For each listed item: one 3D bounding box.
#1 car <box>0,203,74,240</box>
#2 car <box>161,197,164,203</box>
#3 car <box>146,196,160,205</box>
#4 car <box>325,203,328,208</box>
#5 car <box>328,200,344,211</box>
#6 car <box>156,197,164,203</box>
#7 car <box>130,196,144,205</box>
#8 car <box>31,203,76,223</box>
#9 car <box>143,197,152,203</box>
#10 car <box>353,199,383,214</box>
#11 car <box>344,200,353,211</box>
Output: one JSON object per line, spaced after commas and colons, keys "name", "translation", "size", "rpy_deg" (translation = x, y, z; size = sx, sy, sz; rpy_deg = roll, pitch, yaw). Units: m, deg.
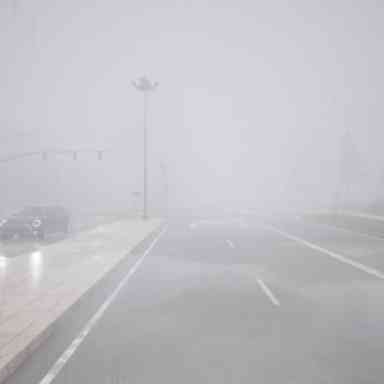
{"name": "car", "translation": [-8.100, 1.470, 17.552], "size": [2.097, 1.767, 4.553], "rpy_deg": [0, 0, 0]}
{"name": "car", "translation": [-8.320, 2.076, 78.681], "size": [1.994, 1.385, 4.181], "rpy_deg": [0, 0, -1]}
{"name": "car", "translation": [-8.185, 1.943, 69.843], "size": [1.882, 1.535, 5.008], "rpy_deg": [0, 0, -1]}
{"name": "car", "translation": [21.966, 1.893, 49.290], "size": [4.181, 1.385, 1.994], "rpy_deg": [0, 0, 0]}
{"name": "car", "translation": [21.787, 1.831, 45.791], "size": [4.674, 1.442, 1.812], "rpy_deg": [0, 0, 0]}
{"name": "car", "translation": [-8.479, 2.117, 89.011], "size": [1.812, 1.442, 4.674], "rpy_deg": [0, 0, -1]}
{"name": "car", "translation": [-11.681, 2.016, 69.540], "size": [1.994, 1.385, 4.181], "rpy_deg": [0, 0, -1]}
{"name": "car", "translation": [-11.591, 1.714, 28.166], "size": [1.812, 1.442, 4.674], "rpy_deg": [0, 0, 0]}
{"name": "car", "translation": [-11.978, 2.116, 88.917], "size": [1.812, 1.442, 4.674], "rpy_deg": [0, 0, -1]}
{"name": "car", "translation": [21.812, 1.611, 38.795], "size": [4.553, 1.767, 2.097], "rpy_deg": [0, 0, 0]}
{"name": "car", "translation": [22.389, 1.883, 42.295], "size": [4.718, 1.301, 1.895], "rpy_deg": [0, 0, 0]}
